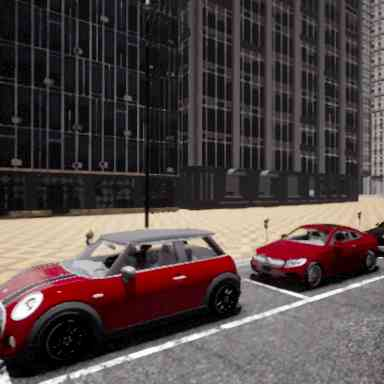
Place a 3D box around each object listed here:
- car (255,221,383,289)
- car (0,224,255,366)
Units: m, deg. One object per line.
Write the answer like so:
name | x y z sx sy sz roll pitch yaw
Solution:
car | 3.461 1.536 9.013 4.206 1.307 1.802 0 1 -35
car | -1.134 1.427 5.737 4.097 1.590 1.967 0 1 -35
